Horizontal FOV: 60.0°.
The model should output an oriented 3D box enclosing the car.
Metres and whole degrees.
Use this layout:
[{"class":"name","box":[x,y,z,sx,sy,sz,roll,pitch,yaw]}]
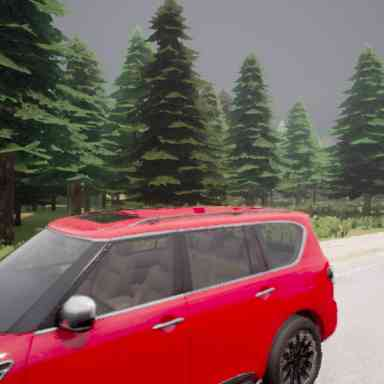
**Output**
[{"class":"car","box":[-0.716,1.221,3.473,5.566,2.045,2.150,0,0,-37]}]
